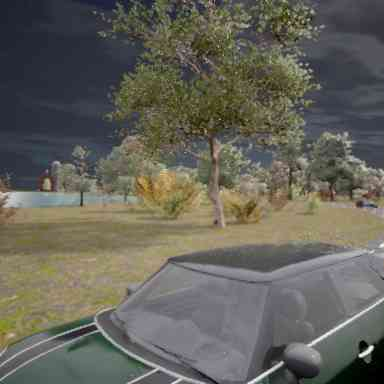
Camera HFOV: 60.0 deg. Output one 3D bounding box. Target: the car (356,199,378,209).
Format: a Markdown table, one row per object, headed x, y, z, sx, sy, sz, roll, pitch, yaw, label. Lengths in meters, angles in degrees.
| x | y | z | sx | sy | sz | roll | pitch | yaw | label |
| --- | --- | --- | --- | --- | --- | --- | --- | --- | --- |
| 26.078 | 1.777 | 49.602 | 1.994 | 1.385 | 4.181 | 1 | 0 | 9 | car |

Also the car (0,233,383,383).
| x | y | z | sx | sy | sz | roll | pitch | yaw | label |
| --- | --- | --- | --- | --- | --- | --- | --- | --- | --- |
| 0.365 | 1.372 | 3.110 | 4.553 | 1.767 | 2.097 | 1 | 0 | -42 | car |

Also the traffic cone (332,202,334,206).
| x | y | z | sx | sy | sz | roll | pitch | yaw | label |
| --- | --- | --- | --- | --- | --- | --- | --- | --- | --- |
| 25.024 | 2.110 | 58.860 | 0.340 | 0.580 | 0.340 | 1 | 0 | 2 | traffic cone |
